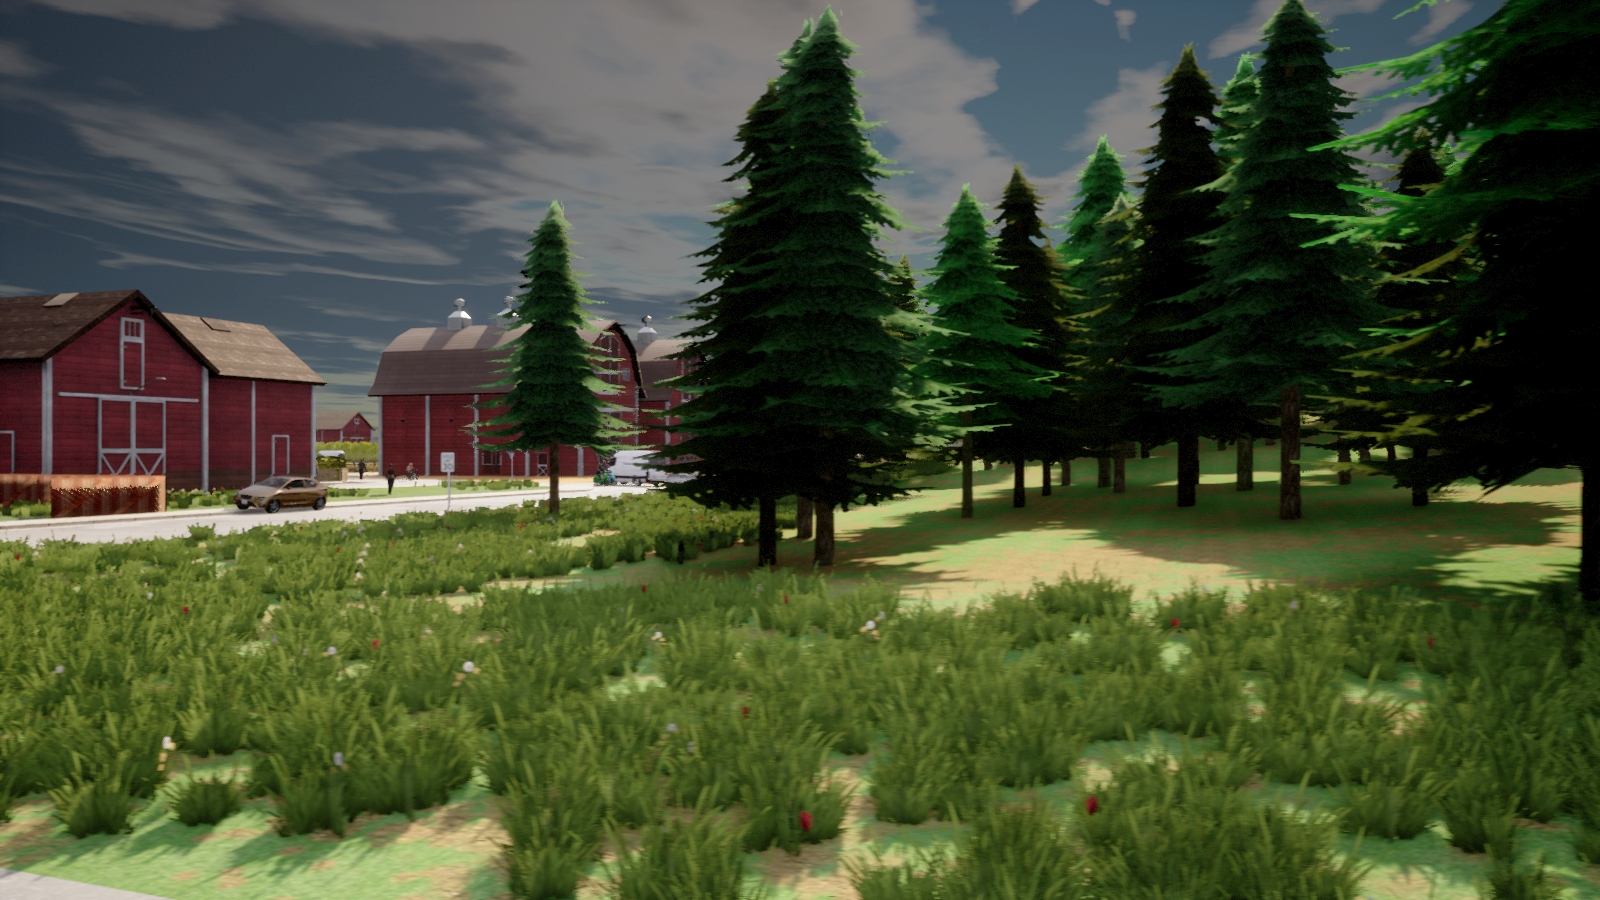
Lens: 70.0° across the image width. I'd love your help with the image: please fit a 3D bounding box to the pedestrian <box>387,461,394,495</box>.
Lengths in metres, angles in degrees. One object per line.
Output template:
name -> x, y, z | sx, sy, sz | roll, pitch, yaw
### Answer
pedestrian -> -22.350, 1.522, 62.338 | 0.375, 1.860, 0.375 | 0, 0, -21
